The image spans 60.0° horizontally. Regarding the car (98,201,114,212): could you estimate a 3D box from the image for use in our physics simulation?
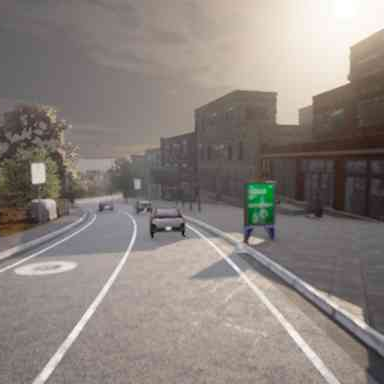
[{"bbox_3d":[-11.927,1.944,46.173,2.128,1.511,4.902,-2,0,-19],"label":"car"}]

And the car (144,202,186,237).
[{"bbox_3d":[-1.472,1.569,18.576,2.128,1.511,4.902,-1,0,-8],"label":"car"}]

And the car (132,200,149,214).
[{"bbox_3d":[-5.729,1.723,38.549,1.837,1.490,4.892,-2,0,-16],"label":"car"}]
